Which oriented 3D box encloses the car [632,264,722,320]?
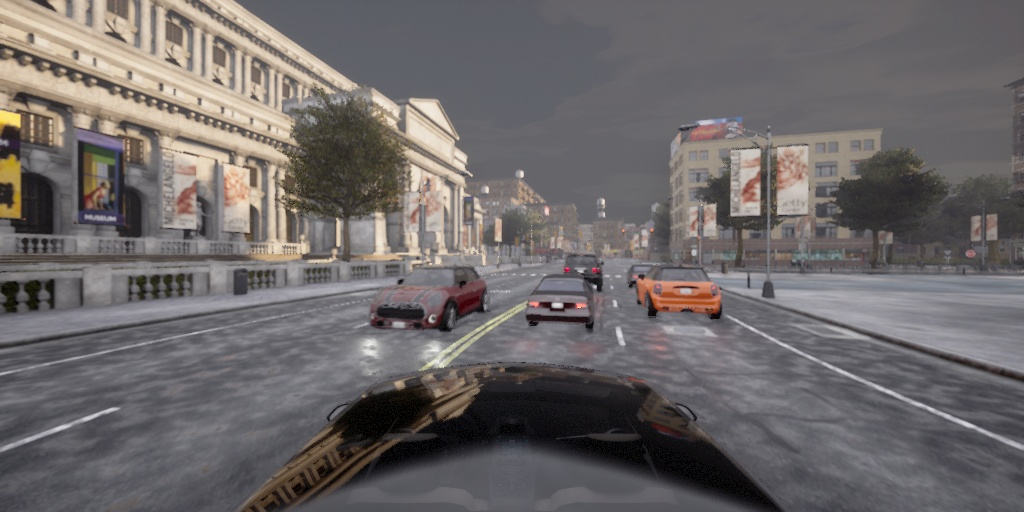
[{"bbox_3d":[5.688,1.066,12.775,2.097,1.767,4.553,0,0,13],"label":"car"}]

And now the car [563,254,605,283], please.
[{"bbox_3d":[4.297,0.900,21.503,2.150,2.045,5.566,0,0,15],"label":"car"}]

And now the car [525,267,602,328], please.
[{"bbox_3d":[1.664,1.262,11.346,2.033,1.411,5.357,0,0,12],"label":"car"}]

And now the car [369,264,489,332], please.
[{"bbox_3d":[-2.242,1.063,10.860,2.097,1.767,4.553,0,0,13],"label":"car"}]

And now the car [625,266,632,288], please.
[{"bbox_3d":[8.244,1.226,22.748,2.033,1.411,5.357,0,0,15],"label":"car"}]
